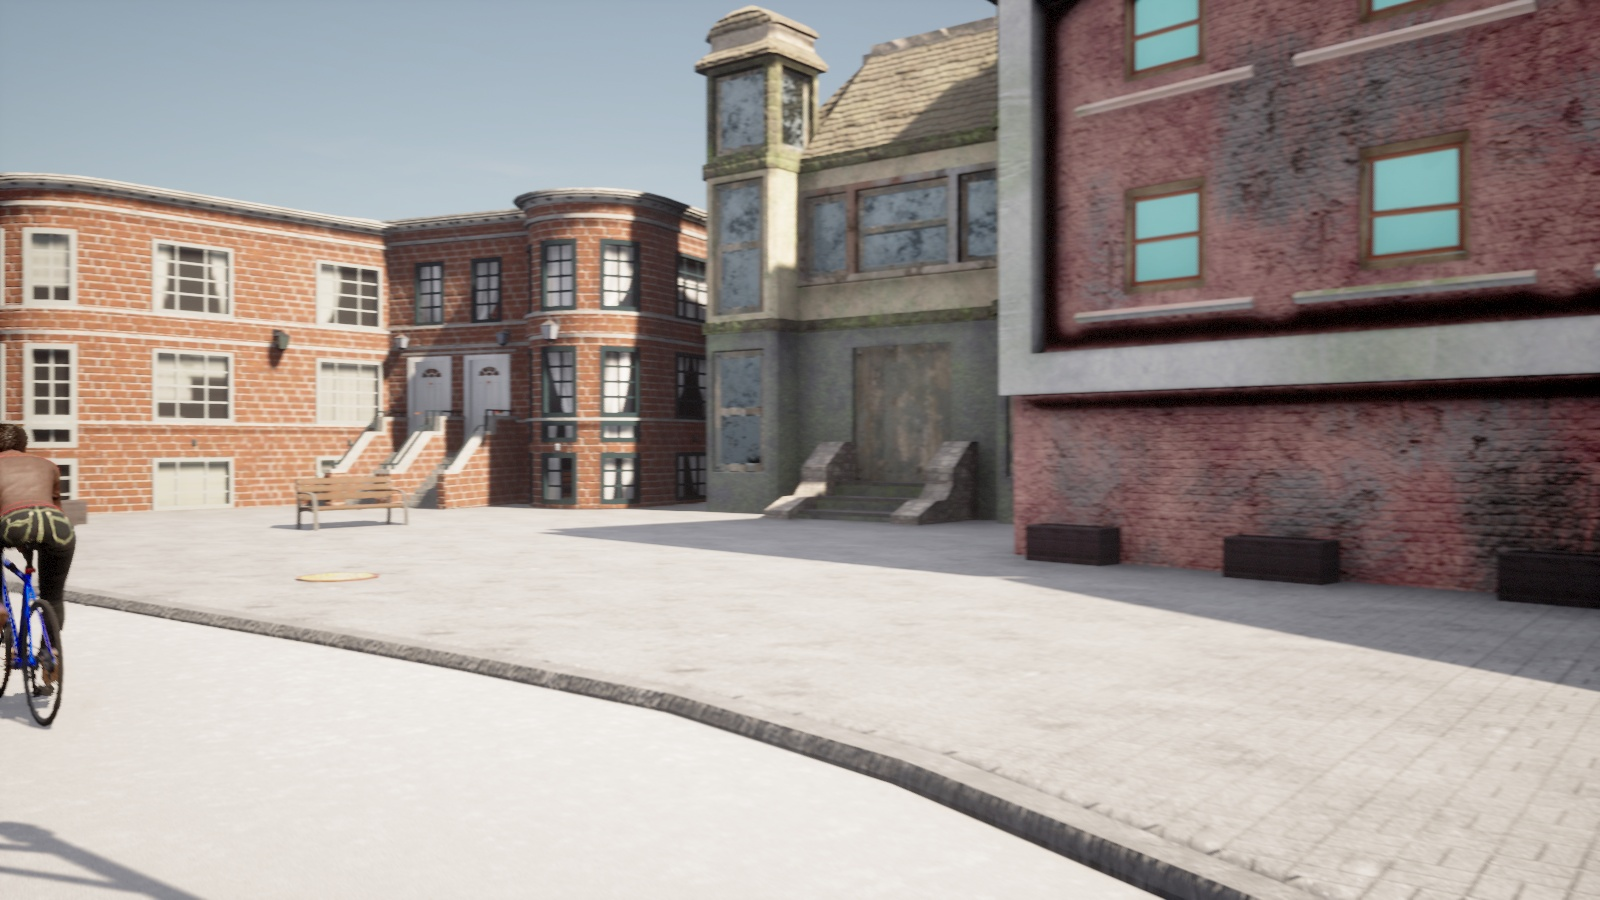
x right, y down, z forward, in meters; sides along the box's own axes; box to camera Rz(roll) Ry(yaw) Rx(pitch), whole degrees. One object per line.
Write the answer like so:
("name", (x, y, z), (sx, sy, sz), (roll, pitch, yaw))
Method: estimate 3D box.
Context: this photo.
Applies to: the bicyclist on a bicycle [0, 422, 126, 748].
("bicyclist on a bicycle", (-4.374, 0.669, 7.026), (1.656, 1.620, 0.582), (0, 0, 44))
